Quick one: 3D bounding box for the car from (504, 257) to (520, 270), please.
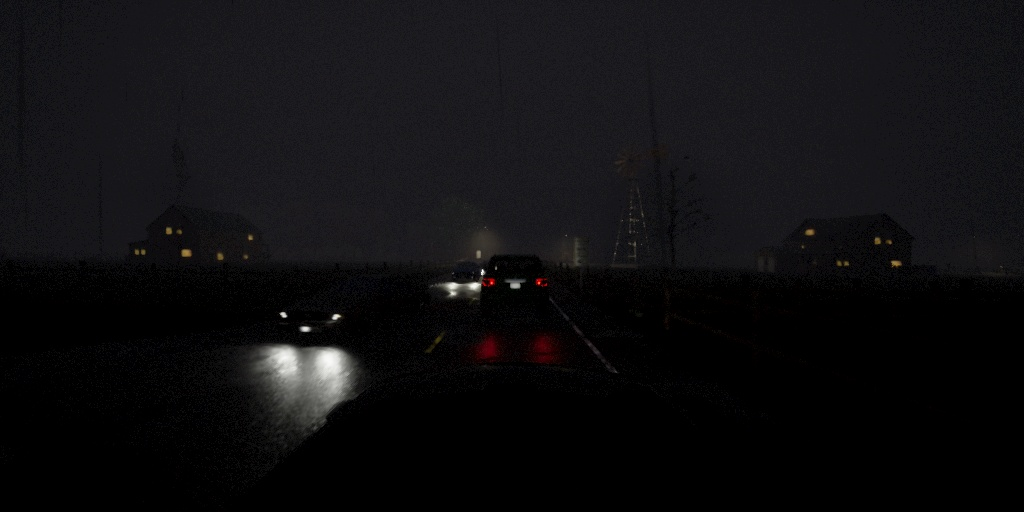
[{"bbox_3d":[-0.006,1.008,49.767,2.097,1.767,4.553,0,0,0],"label":"car"}]

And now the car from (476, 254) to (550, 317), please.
[{"bbox_3d":[0.098,0.950,13.127,2.150,2.045,5.566,0,0,0],"label":"car"}]

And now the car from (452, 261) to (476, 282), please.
[{"bbox_3d":[-3.597,1.176,28.745,1.882,1.535,5.008,0,0,0],"label":"car"}]

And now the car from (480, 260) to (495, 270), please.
[{"bbox_3d":[-3.517,1.251,52.872,1.895,1.301,4.718,0,0,0],"label":"car"}]

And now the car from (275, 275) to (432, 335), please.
[{"bbox_3d":[-4.207,1.280,10.782,2.033,1.411,5.357,0,0,11],"label":"car"}]
